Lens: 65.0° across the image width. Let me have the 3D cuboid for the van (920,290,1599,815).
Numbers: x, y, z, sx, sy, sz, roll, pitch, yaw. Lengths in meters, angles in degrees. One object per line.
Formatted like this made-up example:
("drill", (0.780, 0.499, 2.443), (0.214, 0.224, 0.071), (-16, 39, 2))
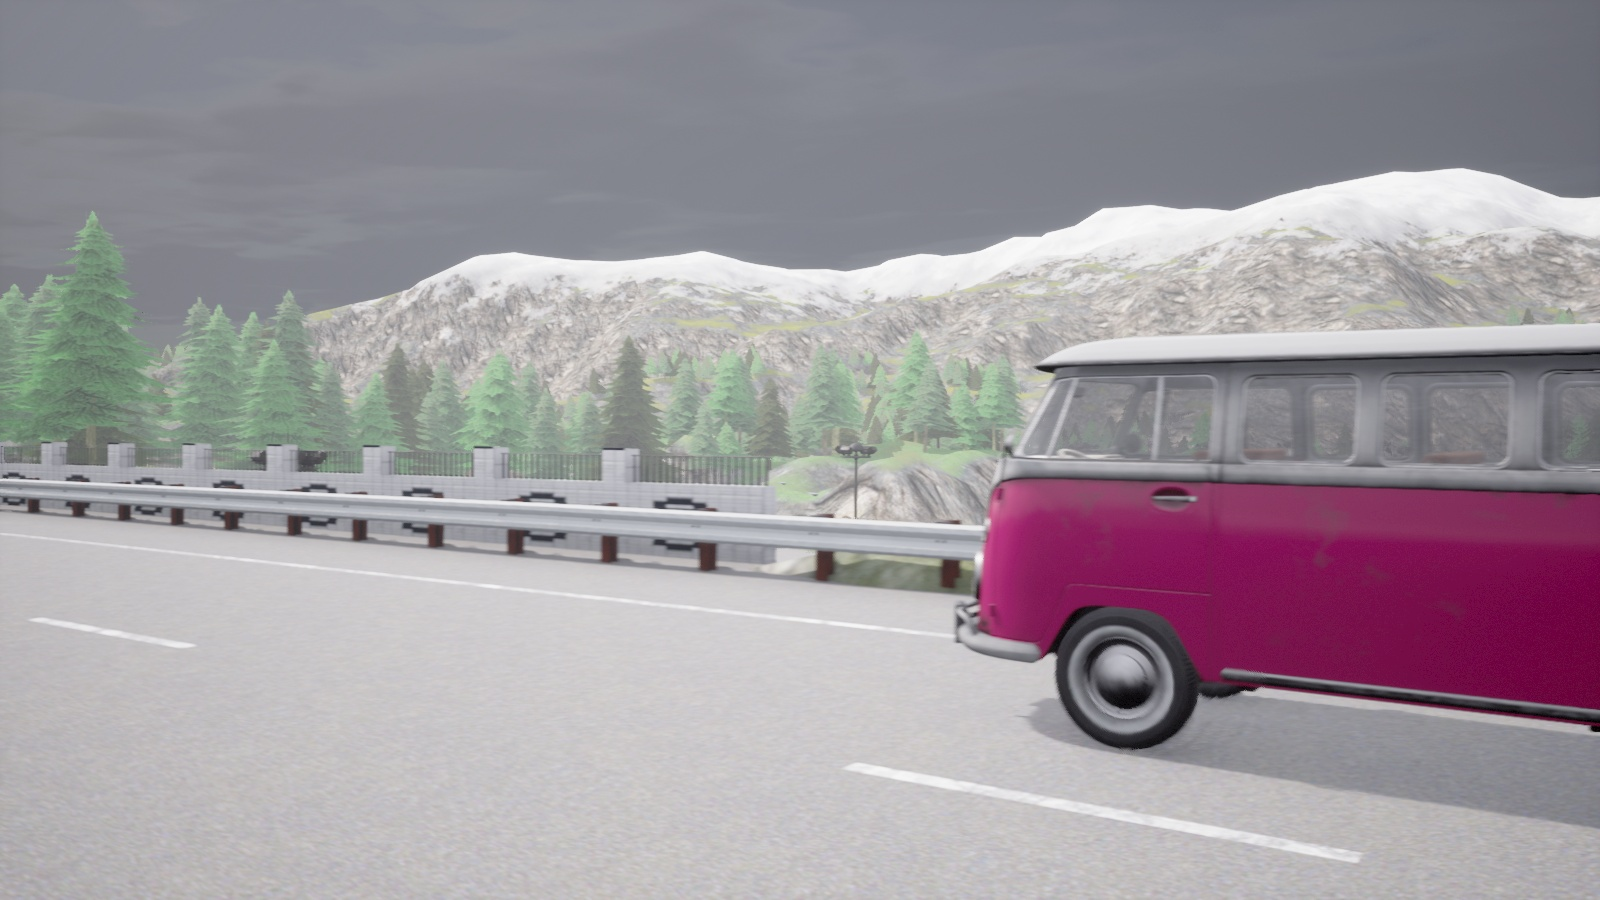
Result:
("van", (2.957, 0.377, 5.856), (4.442, 1.987, 1.775), (0, 1, 34))
